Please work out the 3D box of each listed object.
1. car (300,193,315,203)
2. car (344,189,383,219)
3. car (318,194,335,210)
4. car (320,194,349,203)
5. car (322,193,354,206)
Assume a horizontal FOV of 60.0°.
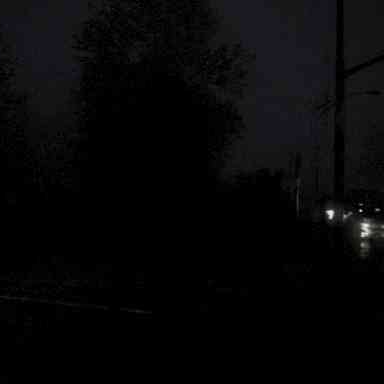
[{"bbox_3d":[18.708,0.944,52.997,2.128,1.511,4.902,0,0,-7],"label":"car"},{"bbox_3d":[12.445,0.764,23.987,2.150,2.045,5.566,0,0,12],"label":"car"},{"bbox_3d":[14.280,1.073,33.903,1.994,1.385,4.181,0,0,9],"label":"car"},{"bbox_3d":[22.247,0.976,52.198,2.033,1.411,5.357,0,0,-3],"label":"car"},{"bbox_3d":[18.781,0.951,43.119,1.882,1.535,5.008,0,0,0],"label":"car"}]
